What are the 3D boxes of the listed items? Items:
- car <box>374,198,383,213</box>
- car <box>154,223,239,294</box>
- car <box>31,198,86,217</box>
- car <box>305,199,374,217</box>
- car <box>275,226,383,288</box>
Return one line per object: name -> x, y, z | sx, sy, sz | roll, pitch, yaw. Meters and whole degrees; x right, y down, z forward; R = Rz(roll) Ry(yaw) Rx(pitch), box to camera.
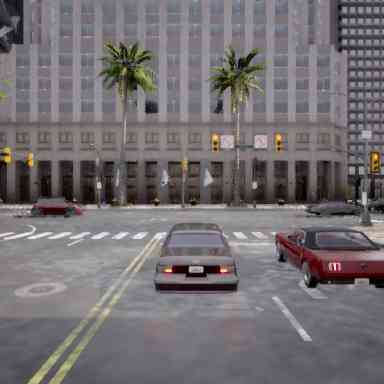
car -> 21.677, 1.600, 34.282 | 4.718, 1.301, 1.895 | 0, 0, 0
car -> 0.099, 1.547, 8.950 | 2.033, 1.411, 5.357 | 0, 0, 0
car -> -12.217, 1.351, 30.718 | 4.553, 1.767, 2.097 | 0, 0, 0
car -> 13.295, 1.546, 30.625 | 5.357, 1.411, 2.033 | 0, 0, 0
car -> 3.646, 1.601, 9.216 | 1.895, 1.301, 4.718 | 0, 0, 2
